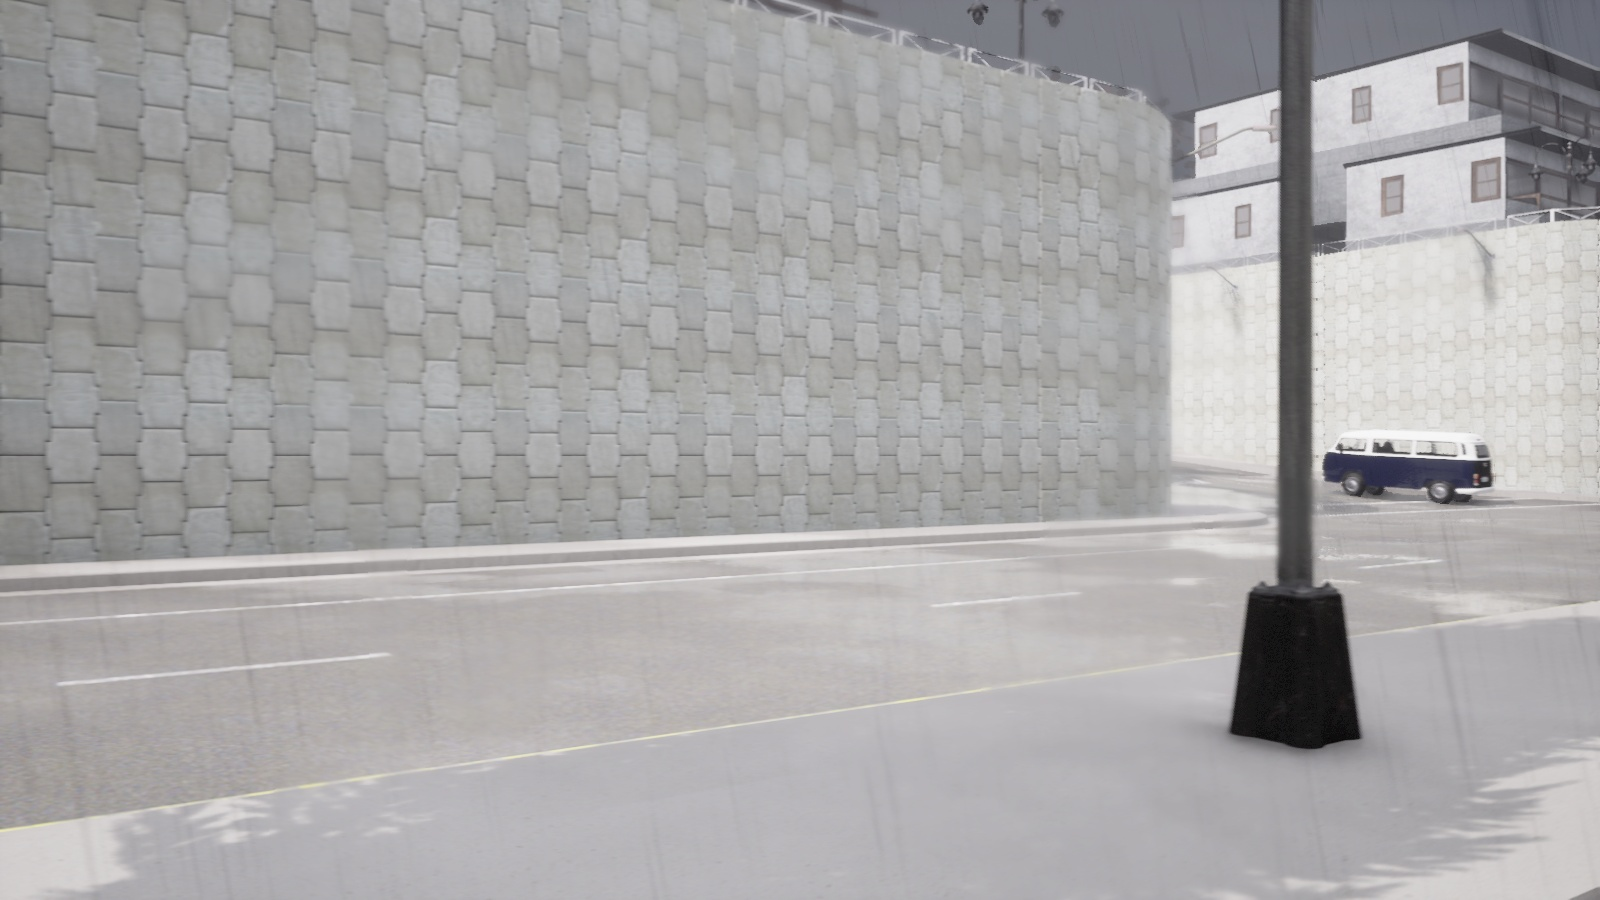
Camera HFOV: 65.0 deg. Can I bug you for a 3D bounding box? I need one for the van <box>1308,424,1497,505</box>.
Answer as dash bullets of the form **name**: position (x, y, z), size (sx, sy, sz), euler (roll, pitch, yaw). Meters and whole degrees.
- **van**: position (17.669, 0.356, 36.977), size (2.069, 2.038, 4.480), euler (-2, 4, -43)
